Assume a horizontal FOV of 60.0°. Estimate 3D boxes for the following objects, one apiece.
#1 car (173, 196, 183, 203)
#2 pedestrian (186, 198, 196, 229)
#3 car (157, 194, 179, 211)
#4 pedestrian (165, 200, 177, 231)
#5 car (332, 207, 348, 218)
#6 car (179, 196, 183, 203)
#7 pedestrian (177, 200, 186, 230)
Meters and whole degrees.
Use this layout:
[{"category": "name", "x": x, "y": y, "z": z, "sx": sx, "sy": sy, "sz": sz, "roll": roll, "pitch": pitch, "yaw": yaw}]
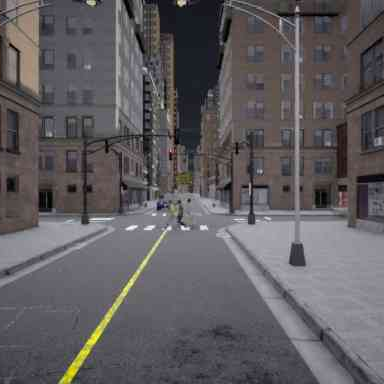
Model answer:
[{"category": "car", "x": -3.058, "y": 1.578, "z": 72.192, "sx": 1.994, "sy": 1.385, "sz": 4.181, "roll": 0, "pitch": 0, "yaw": 0}, {"category": "pedestrian", "x": -0.085, "y": 1.298, "z": 20.473, "sx": 0.375, "sy": 1.860, "sz": 0.375, "roll": 0, "pitch": 0, "yaw": 0}, {"category": "car", "x": -3.138, "y": 1.237, "z": 41.548, "sx": 2.150, "sy": 2.045, "sz": 5.566, "roll": 0, "pitch": 0, "yaw": -1}, {"category": "pedestrian", "x": -1.231, "y": 1.298, "z": 19.258, "sx": 0.375, "sy": 1.860, "sz": 0.375, "roll": 0, "pitch": 0, "yaw": 0}, {"category": "car", "x": 14.719, "y": 1.588, "z": 28.650, "sx": 4.718, "sy": 1.301, "sz": 1.895, "roll": 0, "pitch": 0, "yaw": 0}, {"category": "car", "x": -3.125, "y": 1.571, "z": 56.848, "sx": 2.033, "sy": 1.411, "sz": 5.357, "roll": 0, "pitch": 0, "yaw": 0}, {"category": "pedestrian", "x": -0.671, "y": 1.298, "z": 19.797, "sx": 0.375, "sy": 1.860, "sz": 0.375, "roll": 0, "pitch": 0, "yaw": 0}]
